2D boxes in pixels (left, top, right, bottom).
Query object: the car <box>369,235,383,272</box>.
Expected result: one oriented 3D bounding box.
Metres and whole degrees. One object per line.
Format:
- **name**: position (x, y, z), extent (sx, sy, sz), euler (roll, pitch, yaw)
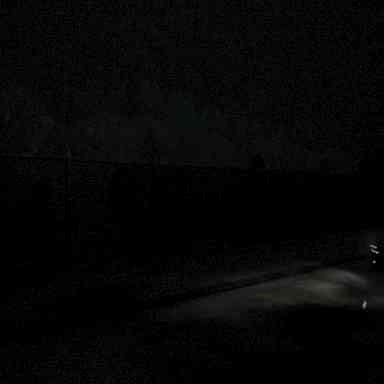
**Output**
- **car**: position (7.083, 1.457, 9.631), extent (5.008, 1.535, 1.882), euler (0, 0, -35)
